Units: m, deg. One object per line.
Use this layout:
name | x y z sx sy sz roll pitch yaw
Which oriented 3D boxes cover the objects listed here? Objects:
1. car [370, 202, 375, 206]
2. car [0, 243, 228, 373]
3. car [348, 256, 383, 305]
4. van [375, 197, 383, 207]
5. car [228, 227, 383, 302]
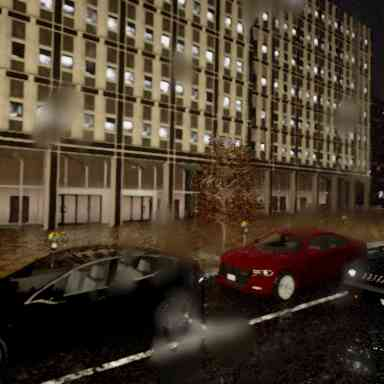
car | 36.971 2.203 65.054 1.802 1.307 4.206 2 -1 -36
car | -1.749 1.580 5.296 4.313 1.339 1.947 1 1 -35
car | 5.283 1.678 7.140 4.718 1.301 1.895 1 0 -35
van | 33.440 1.744 55.604 1.690 1.788 3.998 2 -1 -36
car | 2.687 1.609 8.455 4.507 1.381 1.887 1 1 -35
